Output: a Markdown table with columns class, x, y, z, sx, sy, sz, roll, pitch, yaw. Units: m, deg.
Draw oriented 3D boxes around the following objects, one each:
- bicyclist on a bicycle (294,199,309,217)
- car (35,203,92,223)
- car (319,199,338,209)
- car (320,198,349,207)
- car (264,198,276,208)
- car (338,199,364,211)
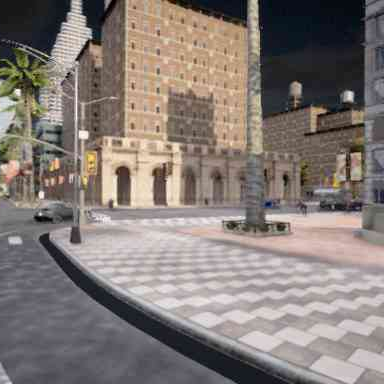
| class | x | y | z | sx | sy | sz | roll | pitch | yaw |
| --- | --- | --- | --- | --- | --- | --- | --- | --- | --- |
| bicyclist on a bicycle | 9.810 | 1.432 | 29.890 | 0.582 | 1.620 | 1.656 | 0 | 0 | -30 |
| car | -9.756 | 1.554 | 25.470 | 1.994 | 1.385 | 4.181 | 0 | 0 | 31 |
| car | 20.889 | 1.752 | 49.001 | 4.892 | 1.490 | 1.837 | 0 | 0 | -31 |
| car | 25.867 | 1.904 | 60.154 | 5.357 | 1.411 | 2.033 | 0 | 0 | -31 |
| car | 10.665 | 1.660 | 51.226 | 5.008 | 1.535 | 1.882 | 0 | 0 | -30 |
| car | 22.941 | 1.759 | 46.147 | 4.892 | 1.490 | 1.837 | 1 | 0 | -31 |
